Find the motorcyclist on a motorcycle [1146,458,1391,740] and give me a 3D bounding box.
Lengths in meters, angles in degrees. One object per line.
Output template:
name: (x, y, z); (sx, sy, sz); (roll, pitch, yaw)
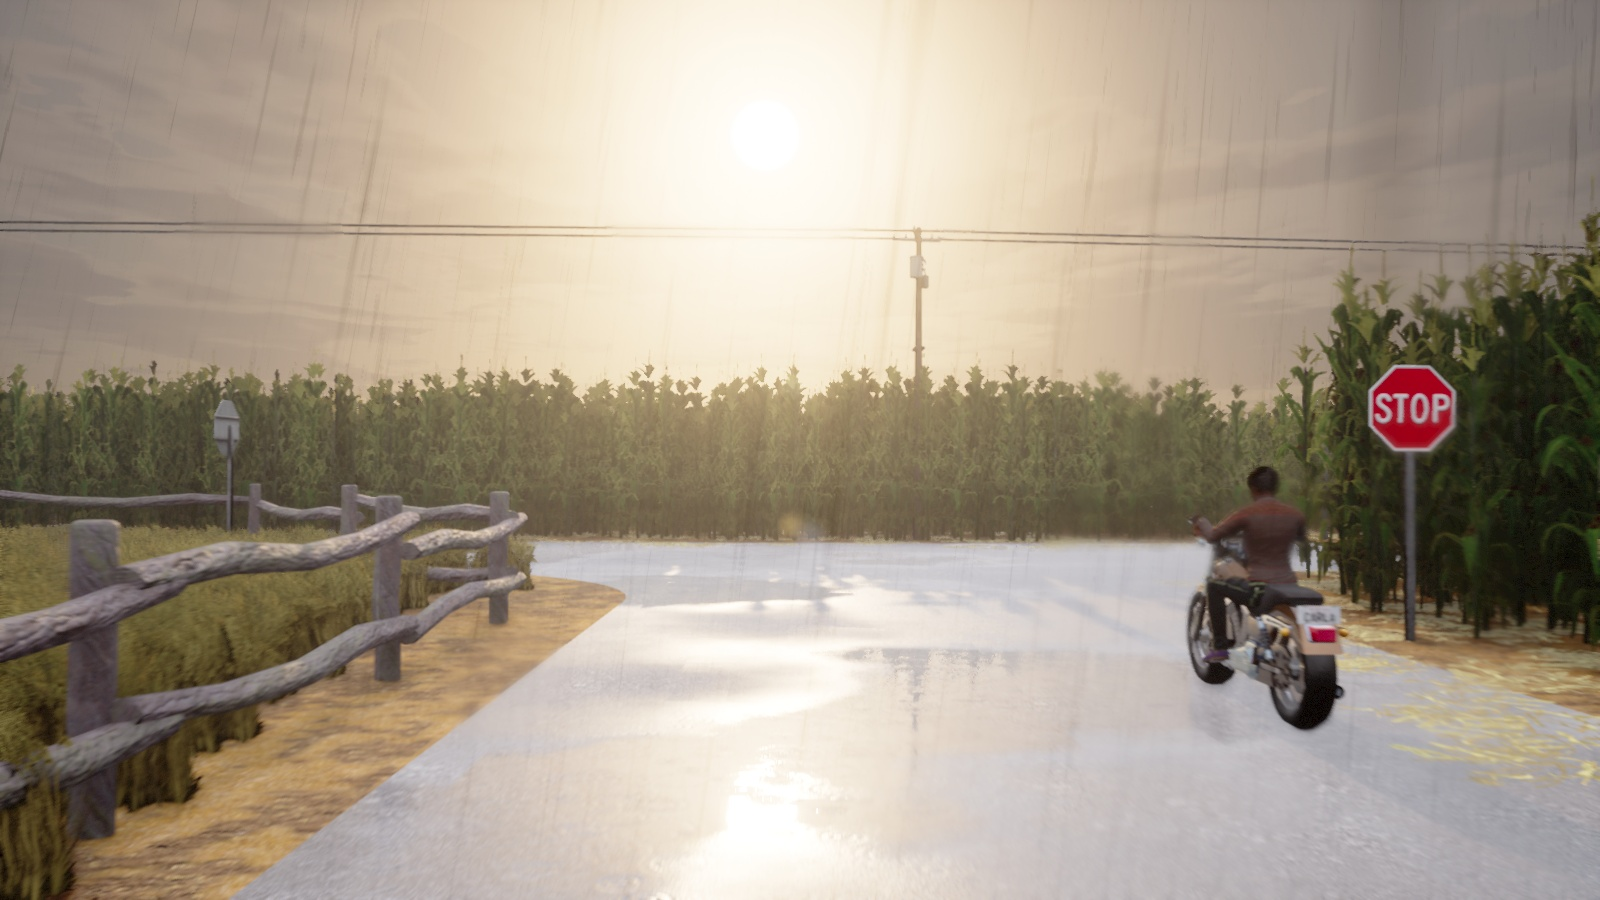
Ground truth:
motorcyclist on a motorcycle: (3.078, 0.896, 8.561); (0.766, 1.649, 2.350); (0, -1, 0)
